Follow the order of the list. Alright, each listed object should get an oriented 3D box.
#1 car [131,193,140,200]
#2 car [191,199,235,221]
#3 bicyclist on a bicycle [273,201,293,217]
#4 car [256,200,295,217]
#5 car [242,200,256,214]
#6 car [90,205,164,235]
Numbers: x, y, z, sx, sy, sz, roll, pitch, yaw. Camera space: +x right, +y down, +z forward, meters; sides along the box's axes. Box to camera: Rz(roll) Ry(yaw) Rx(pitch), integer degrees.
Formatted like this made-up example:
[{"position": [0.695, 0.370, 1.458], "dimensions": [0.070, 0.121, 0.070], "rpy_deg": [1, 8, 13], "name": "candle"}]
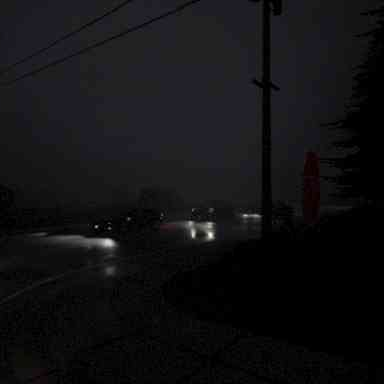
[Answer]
[{"position": [-14.673, 1.183, 87.039], "dimensions": [3.866, 1.878, 1.905], "rpy_deg": [-2, 6, -11], "name": "car"}, {"position": [1.797, 1.394, 27.588], "dimensions": [2.097, 1.767, 4.553], "rpy_deg": [0, 0, 33], "name": "car"}, {"position": [5.240, 1.339, 19.105], "dimensions": [1.656, 1.620, 0.582], "rpy_deg": [0, 0, 33], "name": "bicyclist on a bicycle"}, {"position": [8.009, 1.531, 30.427], "dimensions": [2.128, 1.511, 4.902], "rpy_deg": [0, 0, 33], "name": "car"}, {"position": [7.358, 1.589, 36.227], "dimensions": [2.033, 1.411, 5.357], "rpy_deg": [0, 0, 33], "name": "car"}, {"position": [-3.604, 1.547, 19.183], "dimensions": [1.837, 1.490, 4.892], "rpy_deg": [0, 0, 33], "name": "car"}]
